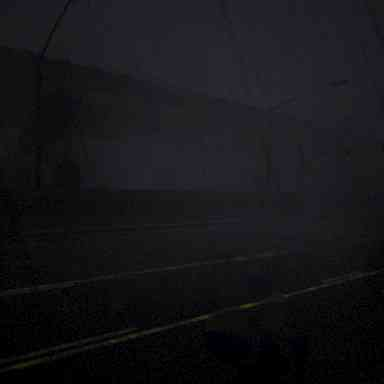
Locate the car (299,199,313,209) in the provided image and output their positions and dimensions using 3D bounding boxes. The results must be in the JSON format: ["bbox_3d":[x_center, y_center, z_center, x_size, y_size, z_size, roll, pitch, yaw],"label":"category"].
[{"bbox_3d":[16.443,1.681,48.133,1.853,1.218,4.536,0,0,18],"label":"car"}]

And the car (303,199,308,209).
[{"bbox_3d":[12.682,1.795,45.397,4.974,1.542,2.038,0,0,8],"label":"car"}]

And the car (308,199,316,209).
[{"bbox_3d":[16.426,1.839,48.083,2.038,1.542,4.974,0,0,18],"label":"car"}]

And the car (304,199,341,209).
[{"bbox_3d":[20.335,1.889,51.843,4.974,1.542,2.038,0,0,-7],"label":"car"}]

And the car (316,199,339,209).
[{"bbox_3d":[20.285,1.731,51.838,4.536,1.218,1.853,0,0,-7],"label":"car"}]
